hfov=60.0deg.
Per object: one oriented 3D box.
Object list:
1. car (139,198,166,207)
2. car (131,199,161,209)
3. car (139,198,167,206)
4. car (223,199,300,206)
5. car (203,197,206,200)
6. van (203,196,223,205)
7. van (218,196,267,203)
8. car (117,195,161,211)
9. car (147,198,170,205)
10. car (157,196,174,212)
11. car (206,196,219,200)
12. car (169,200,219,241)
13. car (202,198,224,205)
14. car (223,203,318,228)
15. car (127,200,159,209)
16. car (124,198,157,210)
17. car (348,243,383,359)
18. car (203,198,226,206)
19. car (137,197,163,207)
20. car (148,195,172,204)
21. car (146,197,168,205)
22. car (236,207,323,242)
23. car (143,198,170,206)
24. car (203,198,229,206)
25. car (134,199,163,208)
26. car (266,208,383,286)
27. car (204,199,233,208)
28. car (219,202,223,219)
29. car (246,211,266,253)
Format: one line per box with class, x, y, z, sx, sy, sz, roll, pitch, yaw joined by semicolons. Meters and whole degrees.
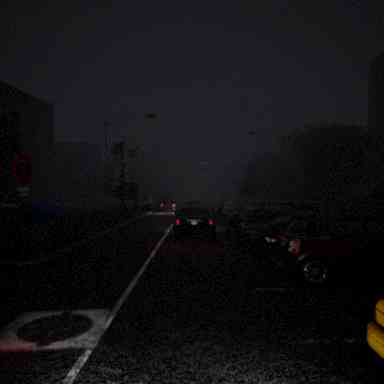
car;-7.608;2.015;64.022;4.892;1.521;2.231;0;0;0
car;-7.609;1.982;55.332;4.674;1.452;2.002;0;0;0
car;-7.783;2.036;67.085;5.366;1.575;1.946;0;0;0
car;4.709;1.548;23.107;4.553;1.767;2.185;0;0;0
car;0.143;1.647;35.297;2.097;1.767;4.553;0;0;0
van;4.623;1.860;73.388;4.442;1.987;1.878;0;0;0
van;4.802;1.494;28.694;4.442;1.987;1.878;0;0;0
car;-7.651;1.617;46.521;5.566;2.045;2.435;0;0;0
car;-7.592;2.084;75.797;5.008;1.535;2.097;0;0;0
car;-3.034;1.716;43.682;2.097;1.767;4.553;0;0;0
car;4.744;1.781;51.167;4.553;1.767;2.185;0;0;0
car;0.119;1.502;17.798;2.097;1.767;4.553;0;0;0
car;4.737;2.083;76.196;4.892;1.521;2.231;0;1;0
car;4.670;1.651;20.437;5.008;1.535;2.097;0;0;0
car;-7.613;1.956;52.270;4.674;1.452;2.002;0;0;0
car;-7.588;1.766;49.333;4.553;1.767;2.185;0;0;0
car;4.840;1.508;3.550;5.366;1.575;1.946;0;0;0
car;4.743;2.070;70.593;4.892;1.521;2.231;0;0;0
car;-7.636;1.865;61.211;4.553;1.767;2.185;0;0;0
car;-7.555;1.810;78.740;5.566;2.045;2.435;0;0;0
car;-7.560;1.958;72.967;4.553;1.767;2.185;0;0;0
car;4.674;1.605;14.725;4.892;1.521;2.231;0;0;0
car;-7.409;2.061;70.024;5.366;1.575;1.946;0;0;0
car;4.723;2.024;65.133;4.892;1.521;2.231;0;0;0
car;-7.638;1.996;58.271;4.792;1.488;2.163;0;0;0
car;4.629;1.432;9.140;4.553;1.767;2.185;0;0;0
car;4.717;1.975;59.422;5.008;1.535;2.097;0;0;0
car;4.679;1.737;25.898;4.674;1.452;2.002;0;0;0
car;4.658;1.582;11.931;4.892;1.521;2.231;0;0;0
